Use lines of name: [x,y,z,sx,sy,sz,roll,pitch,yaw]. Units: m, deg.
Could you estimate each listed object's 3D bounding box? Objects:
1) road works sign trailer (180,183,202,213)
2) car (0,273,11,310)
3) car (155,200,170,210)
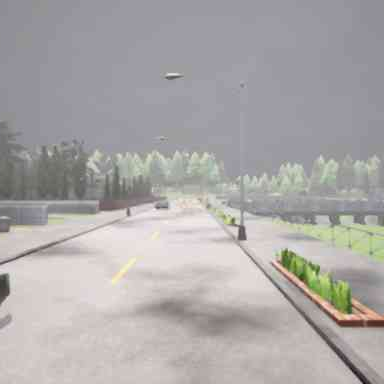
road works sign trailer: [0.006,0.693,41.247,2.380,3.560,2.880,0,0,0]
car: [-4.099,1.621,3.588,1.895,1.301,4.718,0,0,0]
car: [-4.070,1.807,46.812,2.033,1.411,5.357,0,0,0]
